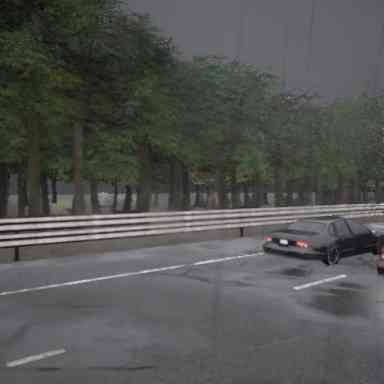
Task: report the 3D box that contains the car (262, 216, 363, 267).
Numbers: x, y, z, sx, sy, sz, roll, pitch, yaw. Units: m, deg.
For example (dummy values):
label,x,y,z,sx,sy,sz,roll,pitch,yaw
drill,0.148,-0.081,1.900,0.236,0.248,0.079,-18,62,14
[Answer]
label,x,y,z,sx,sy,sz,roll,pitch,yaw
car,4.811,1.550,11.481,5.357,1.411,2.033,0,0,-36

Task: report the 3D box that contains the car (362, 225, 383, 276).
label,x,y,z,sx,sy,sz,roll,pitch,yaw
car,6.873,1.550,8.653,5.357,1.411,2.033,0,0,-36
